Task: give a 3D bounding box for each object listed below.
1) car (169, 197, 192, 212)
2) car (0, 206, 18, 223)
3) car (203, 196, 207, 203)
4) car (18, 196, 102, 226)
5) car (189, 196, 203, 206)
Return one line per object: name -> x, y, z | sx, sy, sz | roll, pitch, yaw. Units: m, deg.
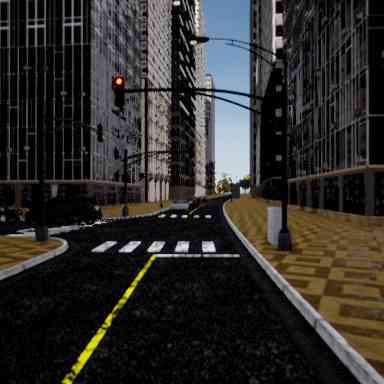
car -> -1.446, 1.575, 38.307 | 1.895, 1.301, 4.718 | 0, 0, 5
car -> -16.463, 1.854, 28.138 | 4.403, 1.369, 2.008 | -1, 1, 10
car -> 2.114, 1.446, 69.370 | 2.033, 1.411, 5.357 | 0, 0, 8
car -> -9.392, 1.375, 24.373 | 5.566, 2.045, 2.150 | -1, -1, 14
car -> 0.074, 1.439, 53.931 | 2.128, 1.511, 4.902 | 0, 0, 7
